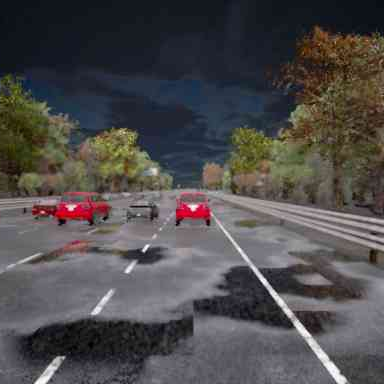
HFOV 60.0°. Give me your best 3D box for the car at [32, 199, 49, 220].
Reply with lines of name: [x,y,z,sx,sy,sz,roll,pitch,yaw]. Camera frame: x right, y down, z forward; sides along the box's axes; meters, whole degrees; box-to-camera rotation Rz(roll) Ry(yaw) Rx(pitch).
car: [-10.409,1.230,25.661,1.882,1.535,5.008,0,1,0]

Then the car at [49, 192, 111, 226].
car: [-6.923,1.014,21.745,2.150,2.045,5.566,0,1,0]

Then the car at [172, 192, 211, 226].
car: [0.077,1.013,21.846,2.150,2.045,5.566,0,1,0]

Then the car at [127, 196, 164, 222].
car: [-3.415,1.262,23.875,2.128,1.511,4.902,0,1,0]

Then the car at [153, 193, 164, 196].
car: [-6.719,0.922,66.025,2.033,1.411,5.357,0,0,0]

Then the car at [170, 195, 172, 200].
car: [-3.230,0.980,65.618,1.895,1.301,4.718,0,1,0]

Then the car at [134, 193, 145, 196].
car: [-10.231,0.872,65.294,2.128,1.511,4.902,0,0,0]

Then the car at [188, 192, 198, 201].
car: [0.271,0.856,65.622,1.882,1.535,5.008,0,0,0]
